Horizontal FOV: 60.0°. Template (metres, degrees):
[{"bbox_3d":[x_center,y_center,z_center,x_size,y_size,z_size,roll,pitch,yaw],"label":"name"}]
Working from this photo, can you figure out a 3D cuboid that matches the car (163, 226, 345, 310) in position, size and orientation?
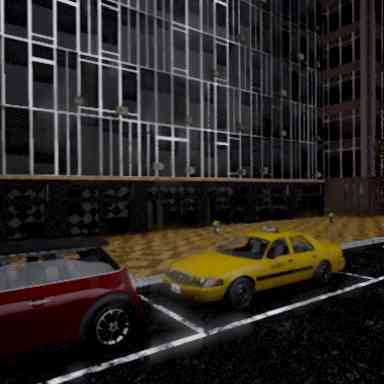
[{"bbox_3d":[1.655,1.514,7.750,4.829,1.417,1.752,0,0,-36],"label":"car"}]

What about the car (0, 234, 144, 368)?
[{"bbox_3d":[-2.834,1.439,4.549,4.097,1.590,1.967,0,0,-35],"label":"car"}]
